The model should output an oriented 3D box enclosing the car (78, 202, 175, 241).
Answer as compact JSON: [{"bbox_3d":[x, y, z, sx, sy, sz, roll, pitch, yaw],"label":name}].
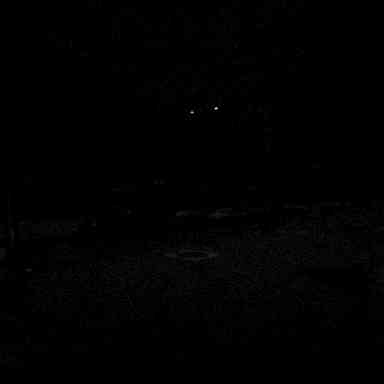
[{"bbox_3d":[-3.490,1.458,17.662,2.192,1.841,5.009,-1,-1,35],"label":"car"}]

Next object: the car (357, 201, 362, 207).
[{"bbox_3d":[34.027,2.620,70.529,1.947,1.339,4.313,-1,-1,35],"label":"car"}]

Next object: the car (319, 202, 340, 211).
[{"bbox_3d":[21.521,2.304,52.905,2.008,1.369,4.403,-1,-1,35],"label":"car"}]

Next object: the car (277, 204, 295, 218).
[{"bbox_3d":[9.015,2.016,35.281,1.947,1.339,4.313,-1,-1,35],"label":"car"}]

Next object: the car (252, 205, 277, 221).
[{"bbox_3d":[5.889,1.939,30.876,1.947,1.339,4.313,-1,-1,35],"label":"car"}]

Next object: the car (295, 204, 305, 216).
[{"bbox_3d":[12.142,2.077,39.688,2.008,1.369,4.403,-1,-1,35],"label":"car"}]

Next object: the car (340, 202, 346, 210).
[{"bbox_3d":[24.549,2.352,57.173,1.752,1.417,4.829,-1,-1,35],"label":"car"}]

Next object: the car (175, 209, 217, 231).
[{"bbox_3d":[-0.365,1.802,22.063,1.802,1.307,4.206,-1,-1,35],"label":"car"}]

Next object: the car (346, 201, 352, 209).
[{"bbox_3d":[27.774,2.470,61.717,1.947,1.339,4.313,-1,-1,35],"label":"car"}]

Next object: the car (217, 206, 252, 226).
[{"bbox_3d":[2.664,1.820,26.332,1.752,1.417,4.829,-1,-1,35],"label":"car"}]

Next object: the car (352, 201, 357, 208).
[{"bbox_3d":[30.901,2.561,66.123,1.802,1.307,4.206,-1,-1,35],"label":"car"}]

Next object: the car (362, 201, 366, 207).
[{"bbox_3d":[40.279,2.773,79.340,1.947,1.339,4.313,-1,-1,35],"label":"car"}]
